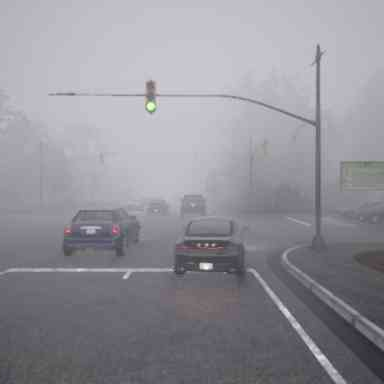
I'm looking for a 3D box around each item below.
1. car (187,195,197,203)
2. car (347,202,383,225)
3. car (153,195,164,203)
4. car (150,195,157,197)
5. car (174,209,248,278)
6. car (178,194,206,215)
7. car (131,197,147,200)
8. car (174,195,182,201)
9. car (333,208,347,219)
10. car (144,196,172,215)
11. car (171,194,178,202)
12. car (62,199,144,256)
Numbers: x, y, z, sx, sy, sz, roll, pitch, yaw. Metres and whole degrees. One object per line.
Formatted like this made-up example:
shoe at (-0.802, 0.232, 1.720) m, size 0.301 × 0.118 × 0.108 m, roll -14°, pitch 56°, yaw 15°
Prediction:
car at (0.005, 1.435, 70.841) m, size 1.882 × 1.535 × 5.008 m, roll 0°, pitch 0°, yaw 0°
car at (14.054, 1.493, 23.587) m, size 4.892 × 1.490 × 1.837 m, roll 0°, pitch 0°, yaw 3°
car at (-6.995, 1.458, 70.078) m, size 1.837 × 1.490 × 4.892 m, roll 0°, pitch 0°, yaw 0°
car at (-7.032, 1.521, 50.343) m, size 2.033 × 1.411 × 5.357 m, roll 0°, pitch 0°, yaw 1°
car at (0.692, 1.500, 10.219) m, size 1.837 × 1.490 × 4.892 m, roll -1°, pitch 0°, yaw 9°
car at (0.102, 1.206, 30.571) m, size 2.150 × 2.045 × 5.566 m, roll 0°, pitch 0°, yaw 0°
car at (-7.082, 1.504, 40.616) m, size 1.812 × 1.442 × 4.674 m, roll 0°, pitch 0°, yaw 0°
car at (-3.494, 1.435, 83.120) m, size 1.882 × 1.535 × 5.008 m, roll 0°, pitch 0°, yaw 0°
car at (14.456, 1.534, 27.071) m, size 5.357 × 1.411 × 2.033 m, roll 0°, pitch 0°, yaw 3°
car at (-3.398, 1.487, 34.117) m, size 1.837 × 1.490 × 4.892 m, roll 0°, pitch 0°, yaw 0°
car at (-3.494, 1.317, 73.056) m, size 2.097 × 1.767 × 4.553 m, roll 0°, pitch 0°, yaw 0°
car at (-3.399, 1.344, 13.309) m, size 2.097 × 1.767 × 4.553 m, roll 0°, pitch 0°, yaw 0°
